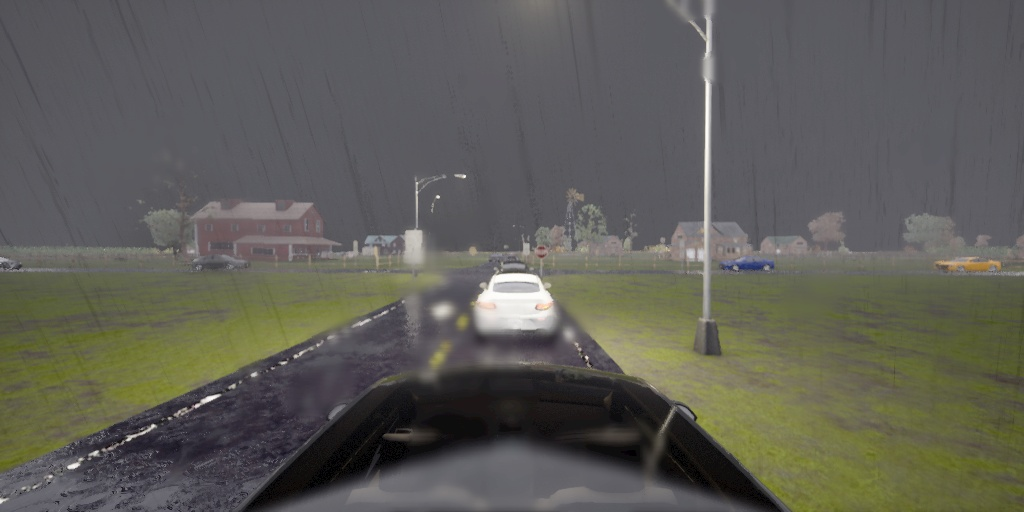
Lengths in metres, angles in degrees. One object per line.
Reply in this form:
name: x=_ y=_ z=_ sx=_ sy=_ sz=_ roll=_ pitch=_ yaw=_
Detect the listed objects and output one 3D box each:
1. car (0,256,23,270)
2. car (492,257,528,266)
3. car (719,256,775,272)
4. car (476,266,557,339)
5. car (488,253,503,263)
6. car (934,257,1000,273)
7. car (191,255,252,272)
car: x=-49.034 y=0.649 z=33.588 sx=4.674 sy=1.442 sz=1.812 roll=0 pitch=1 yaw=1
car: x=0.088 y=0.992 z=18.634 sx=1.837 sy=1.490 sz=4.892 roll=0 pitch=1 yaw=0
car: x=23.466 y=0.777 z=35.967 sx=5.008 sy=1.535 sz=1.882 roll=0 pitch=1 yaw=1
car: x=0.095 y=1.155 z=9.533 sx=1.812 sy=1.442 sz=4.674 roll=0 pitch=1 yaw=0
car: x=-2.856 y=0.384 z=59.712 sx=2.033 sy=1.411 sz=5.357 roll=0 pitch=1 yaw=0
car: x=45.284 y=0.880 z=35.754 sx=5.008 sy=1.535 sz=1.882 roll=0 pitch=1 yaw=1
car: x=-26.934 y=0.686 z=33.367 sx=4.892 sy=1.490 sz=1.837 roll=0 pitch=1 yaw=0
